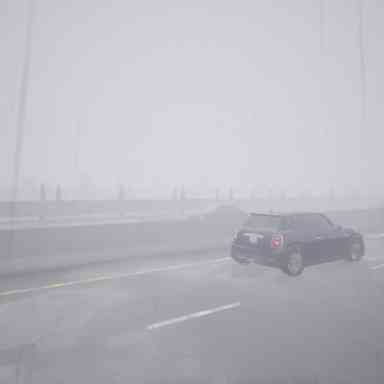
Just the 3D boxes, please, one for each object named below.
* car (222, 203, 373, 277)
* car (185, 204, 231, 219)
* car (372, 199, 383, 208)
[{"bbox_3d":[3.440,1.353,10.501,4.553,1.767,2.097,0,0,-36],"label":"car"},{"bbox_3d":[1.736,1.527,22.410,4.674,1.442,1.812,0,0,-36],"label":"car"},{"bbox_3d":[24.670,1.604,42.999,4.718,1.301,1.895,0,0,-35],"label":"car"}]
